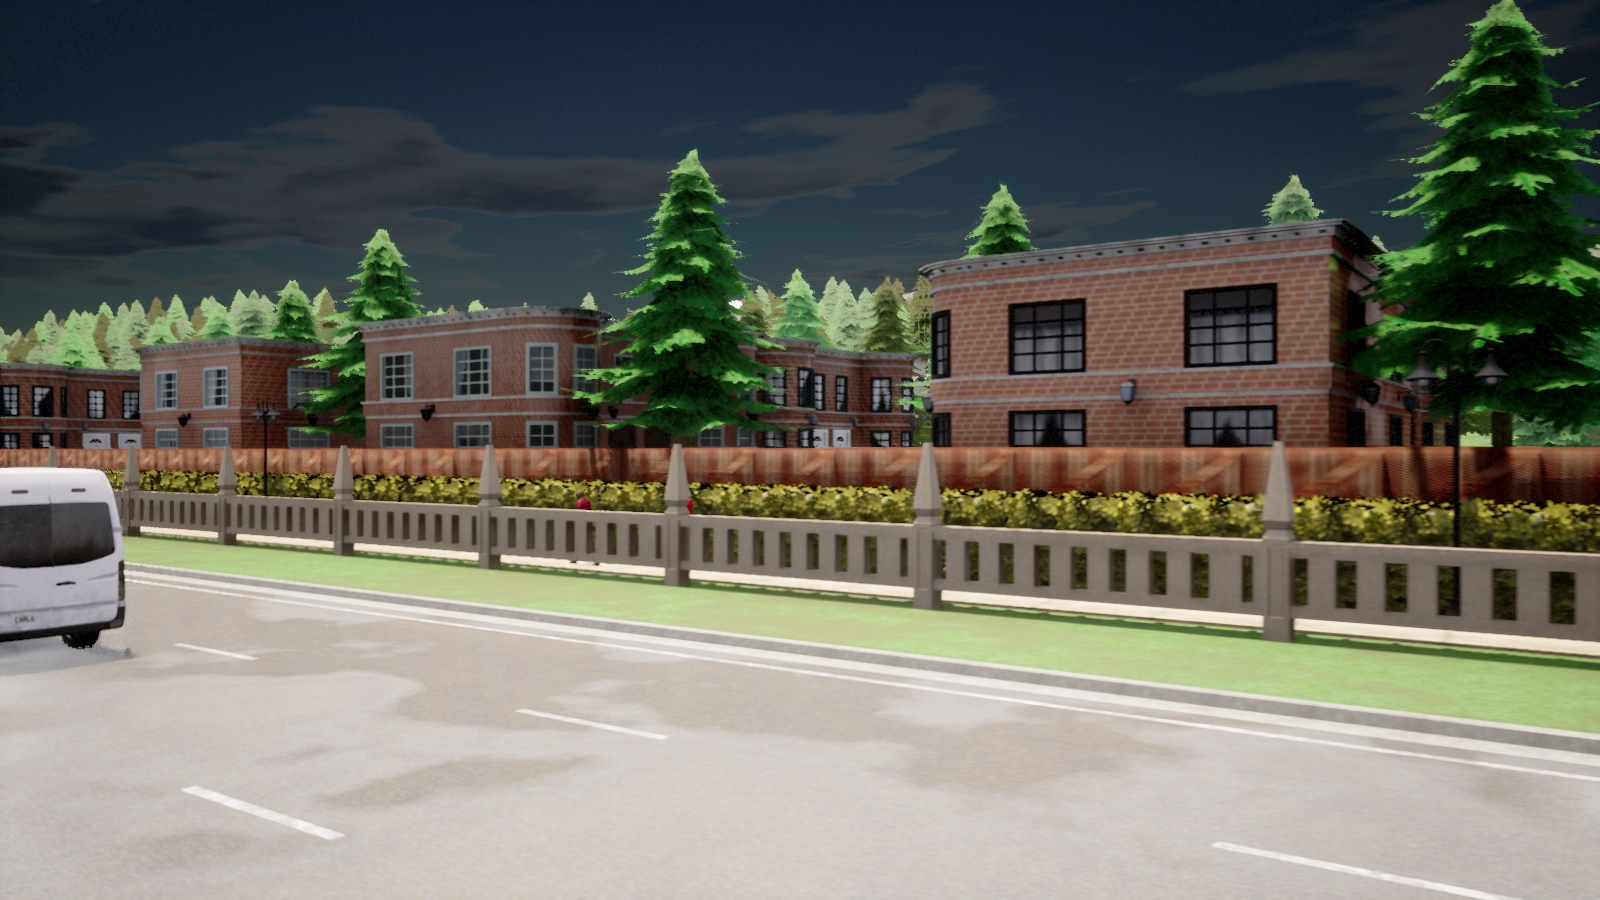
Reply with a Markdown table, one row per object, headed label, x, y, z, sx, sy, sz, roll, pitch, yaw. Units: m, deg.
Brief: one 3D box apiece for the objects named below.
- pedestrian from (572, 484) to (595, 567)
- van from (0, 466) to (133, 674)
| label | x | y | z | sx | sy | sz | roll | pitch | yaw |
| --- | --- | --- | --- | --- | --- | --- | --- | --- | --- |
| pedestrian | -4.914 | 1.701 | 25.943 | 0.375 | 1.860 | 0.375 | 0 | 0 | 33 |
| van | -12.132 | 1.534 | 16.545 | 5.915 | 2.561 | 1.988 | 0 | 0 | 35 |
